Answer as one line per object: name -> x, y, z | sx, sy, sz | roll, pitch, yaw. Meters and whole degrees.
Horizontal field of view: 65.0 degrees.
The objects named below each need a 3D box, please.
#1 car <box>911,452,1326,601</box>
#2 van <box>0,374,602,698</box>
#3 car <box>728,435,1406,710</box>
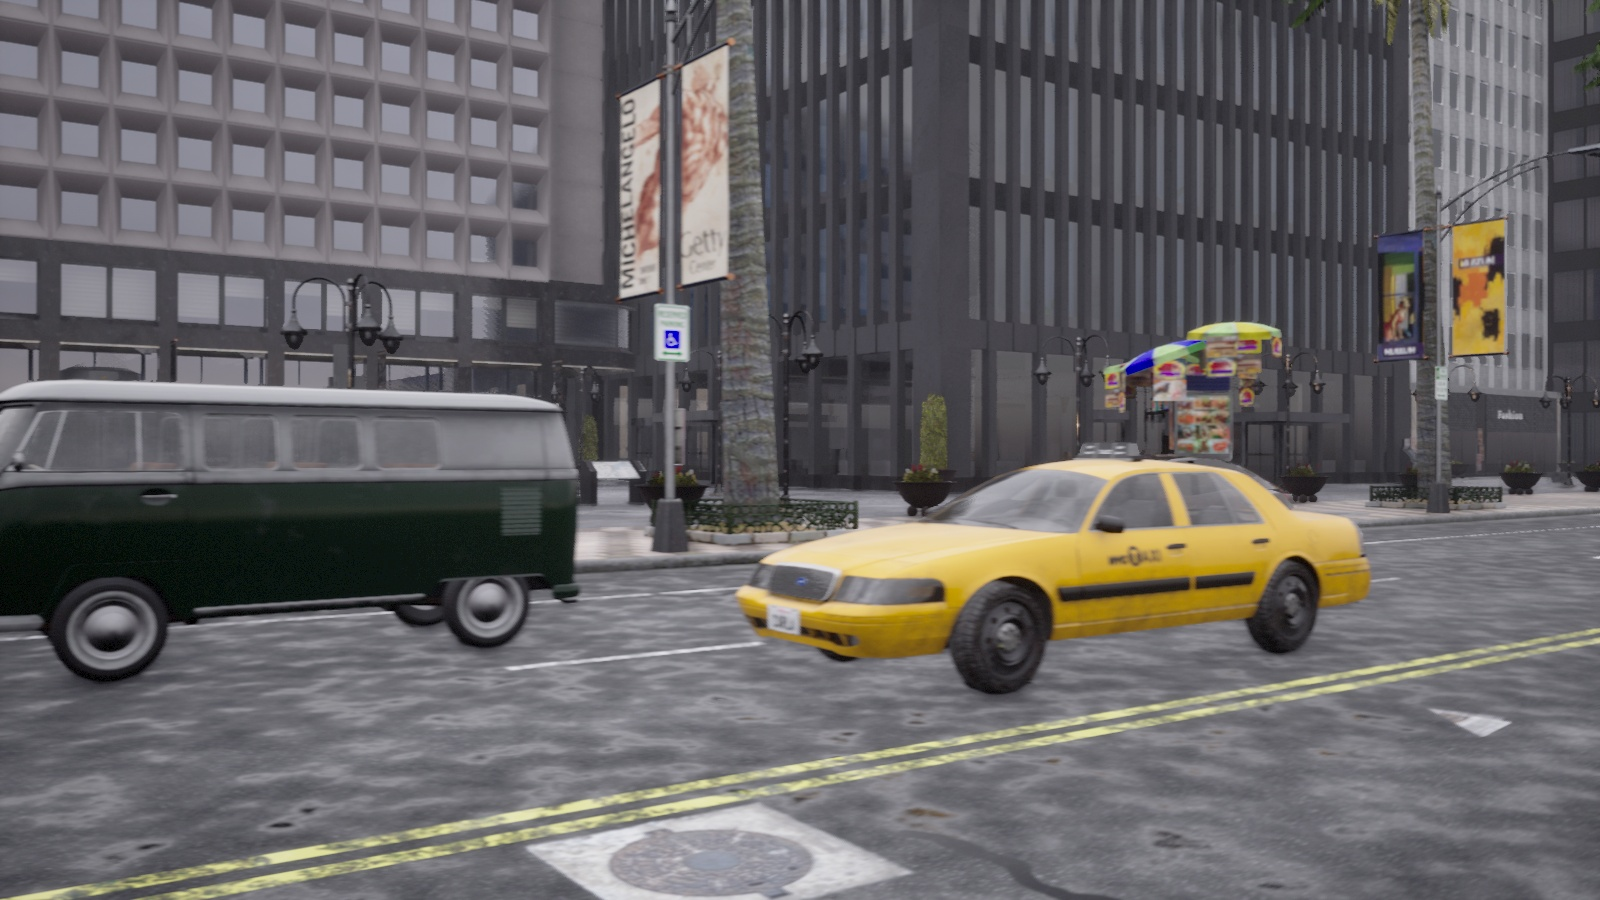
car -> 3.854, 0.773, 14.860 | 4.792, 1.488, 2.163 | 0, 0, -35
van -> -3.908, 0.529, 9.465 | 4.442, 1.987, 1.775 | 0, 0, -35
car -> 2.222, 0.702, 9.447 | 5.366, 1.575, 1.801 | 0, 0, -35
